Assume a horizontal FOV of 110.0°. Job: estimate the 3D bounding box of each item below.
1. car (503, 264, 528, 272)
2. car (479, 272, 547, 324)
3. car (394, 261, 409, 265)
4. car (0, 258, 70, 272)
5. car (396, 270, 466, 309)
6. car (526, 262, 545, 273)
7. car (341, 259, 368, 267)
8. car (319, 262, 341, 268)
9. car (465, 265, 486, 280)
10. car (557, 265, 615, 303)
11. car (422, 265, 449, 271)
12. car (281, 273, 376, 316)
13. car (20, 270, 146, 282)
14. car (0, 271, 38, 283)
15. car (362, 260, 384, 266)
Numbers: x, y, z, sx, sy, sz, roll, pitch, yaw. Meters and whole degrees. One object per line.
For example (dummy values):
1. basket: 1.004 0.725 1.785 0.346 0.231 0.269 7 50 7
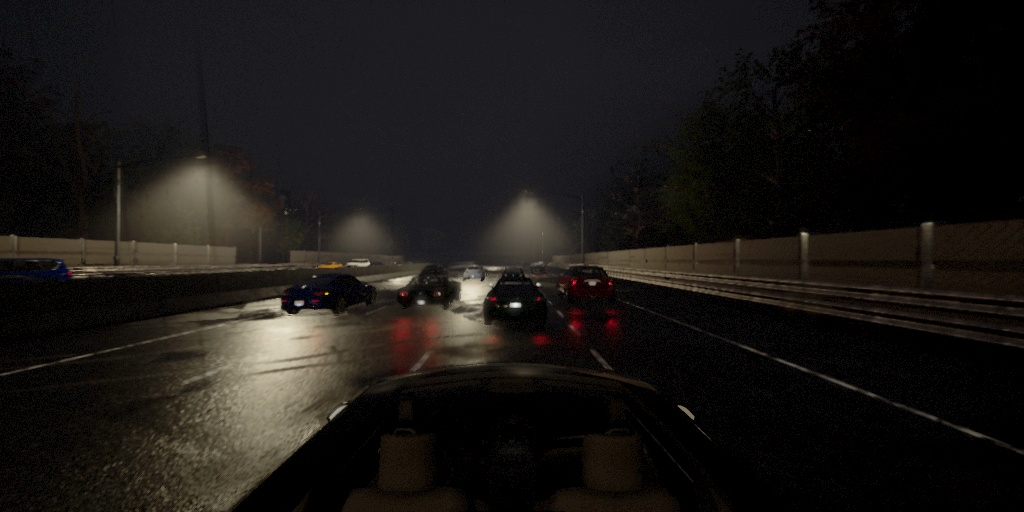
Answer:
1. car: 0.103 1.614 30.797 1.895 1.301 4.718 0 -1 0
2. car: 0.103 1.410 12.413 1.994 1.385 4.181 0 -1 0
3. car: -17.551 1.610 56.942 2.097 1.767 4.553 0 -1 1
4. car: -24.600 1.107 16.852 2.150 2.045 5.566 0 -1 0
5. car: -3.399 1.476 15.655 1.895 1.301 4.718 0 -1 0
6. car: 3.500 1.687 50.390 2.128 1.511 4.902 0 -1 0
7. car: -24.533 1.481 57.167 2.150 2.045 5.566 0 -1 1
8. car: -28.036 1.723 55.655 1.882 1.535 5.008 0 -1 1
9. car: -3.414 1.562 33.309 1.812 1.442 4.674 0 -1 0
10. car: 3.499 1.244 17.688 2.097 1.767 4.553 0 -1 0
11. car: -6.900 1.530 32.186 1.837 1.490 4.892 0 -1 0
12. car: -6.900 1.385 13.929 1.812 1.442 4.674 0 -1 0
13. car: -17.598 1.439 15.724 1.994 1.385 4.181 0 -1 0
14. car: -21.100 1.464 14.386 1.895 1.301 4.718 0 -1 0
15. car: -21.041 1.774 55.901 1.812 1.442 4.674 0 0 1
